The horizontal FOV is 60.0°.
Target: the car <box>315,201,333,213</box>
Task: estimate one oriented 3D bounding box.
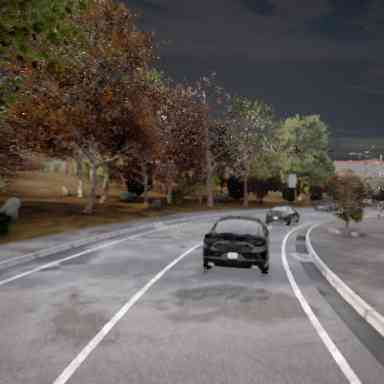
[{"bbox_3d":[19.255,2.094,47.472,2.128,1.511,4.902,6,2,44],"label":"car"}]

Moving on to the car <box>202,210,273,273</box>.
[{"bbox_3d":[1.626,1.537,11.156,1.882,1.535,5.008,1,0,13],"label":"car"}]

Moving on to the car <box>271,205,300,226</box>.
[{"bbox_3d":[7.204,1.767,26.226,1.812,1.442,4.674,3,0,29],"label":"car"}]
